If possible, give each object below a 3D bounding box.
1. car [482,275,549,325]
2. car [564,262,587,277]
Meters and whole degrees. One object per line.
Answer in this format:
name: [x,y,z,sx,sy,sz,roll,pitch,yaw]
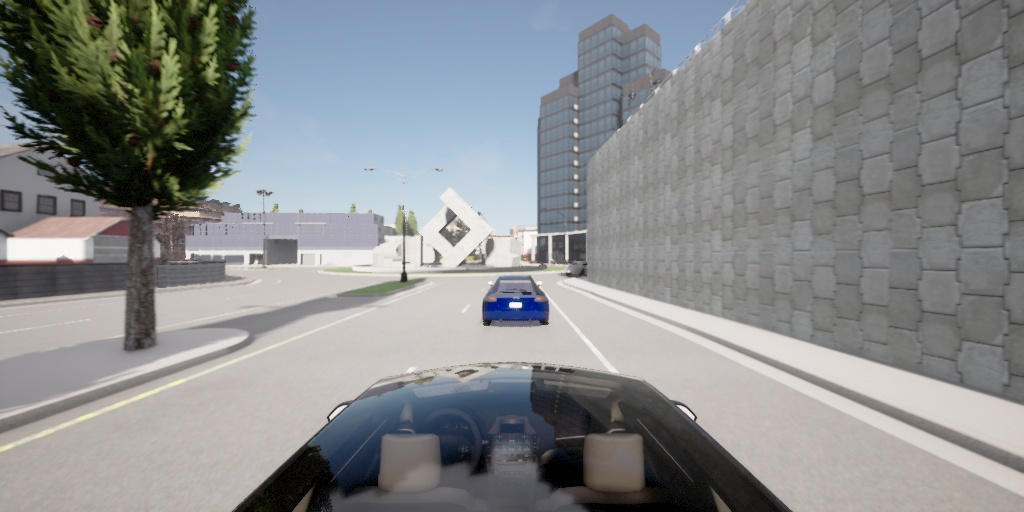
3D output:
car: [0.103,1.321,11.886,1.994,1.385,4.181,0,0,0]
car: [7.270,1.301,36.515,4.674,1.442,1.812,0,0,-41]
